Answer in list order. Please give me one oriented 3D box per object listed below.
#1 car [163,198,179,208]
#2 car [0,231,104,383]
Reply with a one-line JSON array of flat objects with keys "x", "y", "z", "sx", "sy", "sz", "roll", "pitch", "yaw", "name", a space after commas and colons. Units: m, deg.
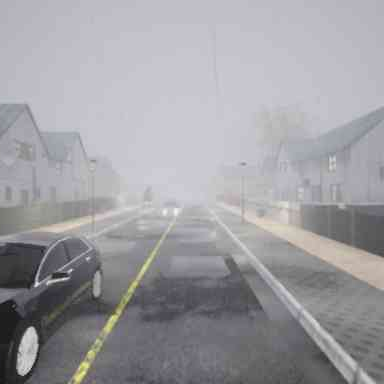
[{"x": -2.832, "y": 1.456, "z": 45.109, "sx": 1.895, "sy": 1.301, "sz": 4.718, "roll": 0, "pitch": 0, "yaw": 0, "name": "car"}, {"x": -2.843, "y": 1.491, "z": 5.434, "sx": 1.837, "sy": 1.490, "sz": 4.892, "roll": 0, "pitch": 0, "yaw": 0, "name": "car"}]
